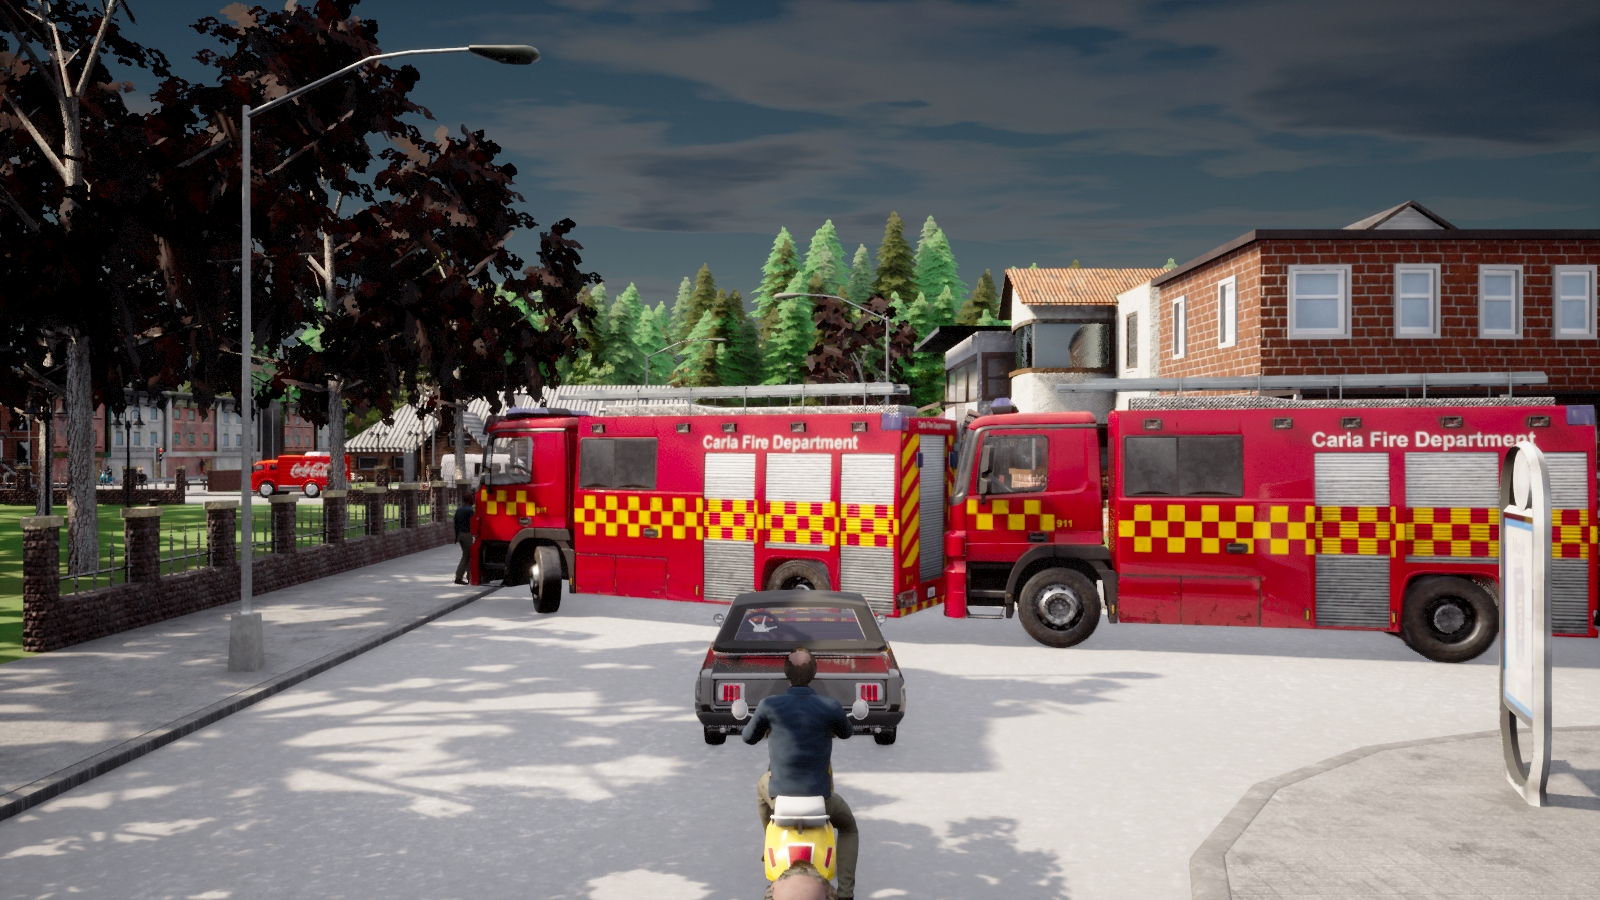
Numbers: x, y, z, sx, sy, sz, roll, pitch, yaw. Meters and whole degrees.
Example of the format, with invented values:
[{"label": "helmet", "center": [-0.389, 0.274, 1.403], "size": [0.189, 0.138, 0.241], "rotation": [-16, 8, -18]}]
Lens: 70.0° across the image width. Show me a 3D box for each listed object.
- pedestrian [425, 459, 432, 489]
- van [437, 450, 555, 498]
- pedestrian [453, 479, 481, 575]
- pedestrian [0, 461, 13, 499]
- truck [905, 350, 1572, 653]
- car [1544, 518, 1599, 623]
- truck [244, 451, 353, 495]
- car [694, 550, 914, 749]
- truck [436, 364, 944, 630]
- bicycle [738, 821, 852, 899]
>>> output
[{"label": "pedestrian", "center": [-22.972, 1.496, 70.583], "size": [0.375, 1.860, 0.375], "rotation": [0, 0, -15]}, {"label": "van", "center": [-16.613, 1.289, 62.612], "size": [5.915, 2.561, 1.988], "rotation": [0, 0, 0]}, {"label": "pedestrian", "center": [-6.598, 1.515, 22.637], "size": [0.375, 1.860, 0.375], "rotation": [0, 0, 39]}, {"label": "pedestrian", "center": [-39.769, 1.502, 57.246], "size": [0.375, 1.860, 0.375], "rotation": [0, 0, 0]}, {"label": "truck", "center": [5.964, 0.661, 16.828], "size": [8.468, 3.827, 2.891], "rotation": [0, 0, 13]}, {"label": "car", "center": [14.358, 1.835, 17.290], "size": [4.792, 1.488, 2.163], "rotation": [0, 0, 0]}, {"label": "truck", "center": [-29.165, 1.318, 66.623], "size": [5.204, 2.467, 2.627], "rotation": [0, 0, 0]}, {"label": "car", "center": [0.033, 1.930, 12.217], "size": [1.895, 1.301, 4.718], "rotation": [0, 0, 0]}, {"label": "truck", "center": [-2.040, 0.664, 19.657], "size": [8.468, 3.827, 2.891], "rotation": [0, 0, 27]}, {"label": "bicycle", "center": [-0.015, 1.938, 3.086], "size": [0.329, 1.271, 1.835], "rotation": [0, 0, 0]}]
